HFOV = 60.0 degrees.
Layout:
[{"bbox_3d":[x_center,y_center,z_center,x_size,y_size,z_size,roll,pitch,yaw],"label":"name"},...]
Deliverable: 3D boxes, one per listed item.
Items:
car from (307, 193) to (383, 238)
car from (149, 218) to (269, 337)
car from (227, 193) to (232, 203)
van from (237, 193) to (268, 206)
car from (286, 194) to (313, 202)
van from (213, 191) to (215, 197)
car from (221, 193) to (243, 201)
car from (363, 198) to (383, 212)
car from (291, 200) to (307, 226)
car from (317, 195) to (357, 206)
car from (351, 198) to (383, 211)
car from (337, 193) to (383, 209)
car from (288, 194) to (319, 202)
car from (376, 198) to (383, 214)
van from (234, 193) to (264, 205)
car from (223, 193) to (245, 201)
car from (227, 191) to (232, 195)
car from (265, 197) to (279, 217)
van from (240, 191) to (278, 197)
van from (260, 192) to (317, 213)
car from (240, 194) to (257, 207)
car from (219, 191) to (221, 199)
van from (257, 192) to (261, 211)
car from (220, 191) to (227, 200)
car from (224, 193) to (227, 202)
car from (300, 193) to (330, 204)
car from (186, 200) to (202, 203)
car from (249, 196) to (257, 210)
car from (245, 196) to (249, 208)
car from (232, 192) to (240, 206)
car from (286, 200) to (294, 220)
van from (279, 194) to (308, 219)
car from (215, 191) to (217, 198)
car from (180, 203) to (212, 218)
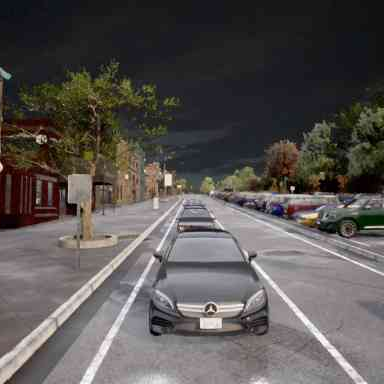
[{"bbox_3d":[9.246,1.221,17.058,5.566,2.045,2.435,0,0,0],"label":"car"},{"bbox_3d":[0.250,1.524,6.849,1.812,1.442,4.674,0,0,0],"label":"car"},{"bbox_3d":[8.975,1.290,56.312,4.892,1.521,2.231,0,1,0],"label":"car"},{"bbox_3d":[9.140,1.114,50.705,4.442,1.987,1.878,0,1,0],"label":"van"},{"bbox_3d":[21.980,1.188,67.994,4.892,1.521,2.231,0,1,0],"label":"car"},{"bbox_3d":[8.614,0.764,89.946,4.442,1.987,1.878,0,1,0],"label":"van"},{"bbox_3d":[8.825,1.014,73.130,4.553,1.767,2.185,0,1,0],"label":"car"},{"bbox_3d":[22.172,1.469,37.454,4.792,1.488,2.163,0,0,0],"label":"car"},{"bbox_3d":[9.068,1.466,19.860,5.366,1.575,1.946,0,0,0],"label":"car"},{"bbox_3d":[22.285,1.332,51.340,5.366,1.575,1.946,0,1,0],"label":"car"},{"bbox_3d":[22.210,1.452,40.237,4.792,1.488,2.163,0,0,0],"label":"car"},{"bbox_3d":[22.132,1.153,43.010,5.566,2.045,2.435,0,0,0],"label":"car"},{"bbox_3d":[21.810,1.209,65.216,5.366,1.575,1.946,0,0,0],"label":"car"},{"bbox_3d":[22.407,1.444,34.683,5.366,1.575,1.946,0,0,0],"label":"car"},{"bbox_3d":[9.119,1.089,53.508,4.442,1.987,1.878,0,1,0],"label":"van"},{"bbox_3d":[8.846,1.039,70.326,4.553,1.767,2.185,0,1,0],"label":"car"},{"bbox_3d":[8.992,1.139,59.114,4.553,1.767,2.185,0,1,0],"label":"car"},{"bbox_3d":[9.185,1.460,28.271,5.008,1.535,2.097,0,0,0],"label":"car"},{"bbox_3d":[9.182,1.163,45.101,4.442,1.987,1.878,0,0,0],"label":"van"},{"bbox_3d":[9.053,1.230,31.077,4.442,1.987,1.878,0,0,0],"label":"van"},{"bbox_3d":[9.092,1.409,42.294,4.892,1.521,2.231,0,0,0],"label":"car"},{"bbox_3d":[8.869,0.938,67.522,5.566,2.045,2.435,0,1,0],"label":"car"},{"bbox_3d":[9.265,1.222,33.880,4.442,1.987,1.878,0,0,0],"label":"van"},{"bbox_3d":[8.890,0.963,64.719,5.566,2.045,2.435,0,1,0],"label":"car"},{"bbox_3d":[8.937,1.279,61.919,4.674,1.452,2.002,0,1,0],"label":"car"},{"bbox_3d":[22.067,1.136,59.666,4.553,1.767,2.185,0,1,0],"label":"car"},{"bbox_3d":[0.209,1.442,29.876,2.128,1.511,4.902,0,0,0],"label":"car"},{"bbox_3d":[9.157,1.470,36.683,4.792,1.488,2.163,0,0,0],"label":"car"},{"bbox_3d":[9.104,1.466,39.491,4.674,1.452,2.002,0,0,0],"label":"car"},{"bbox_3d":[9.016,1.113,47.900,5.566,2.045,2.435,0,1,0],"label":"car"},{"bbox_3d":[9.235,1.506,22.665,4.674,1.452,2.002,0,0,0],"label":"car"},{"bbox_3d":[9.328,1.237,25.469,4.442,1.987,1.878,0,0,0],"label":"van"},{"bbox_3d":[8.788,1.065,81.540,5.008,1.535,2.097,0,1,0],"label":"car"},{"bbox_3d":[0.187,1.532,17.428,2.033,1.411,5.357,0,0,0],"label":"car"}]
